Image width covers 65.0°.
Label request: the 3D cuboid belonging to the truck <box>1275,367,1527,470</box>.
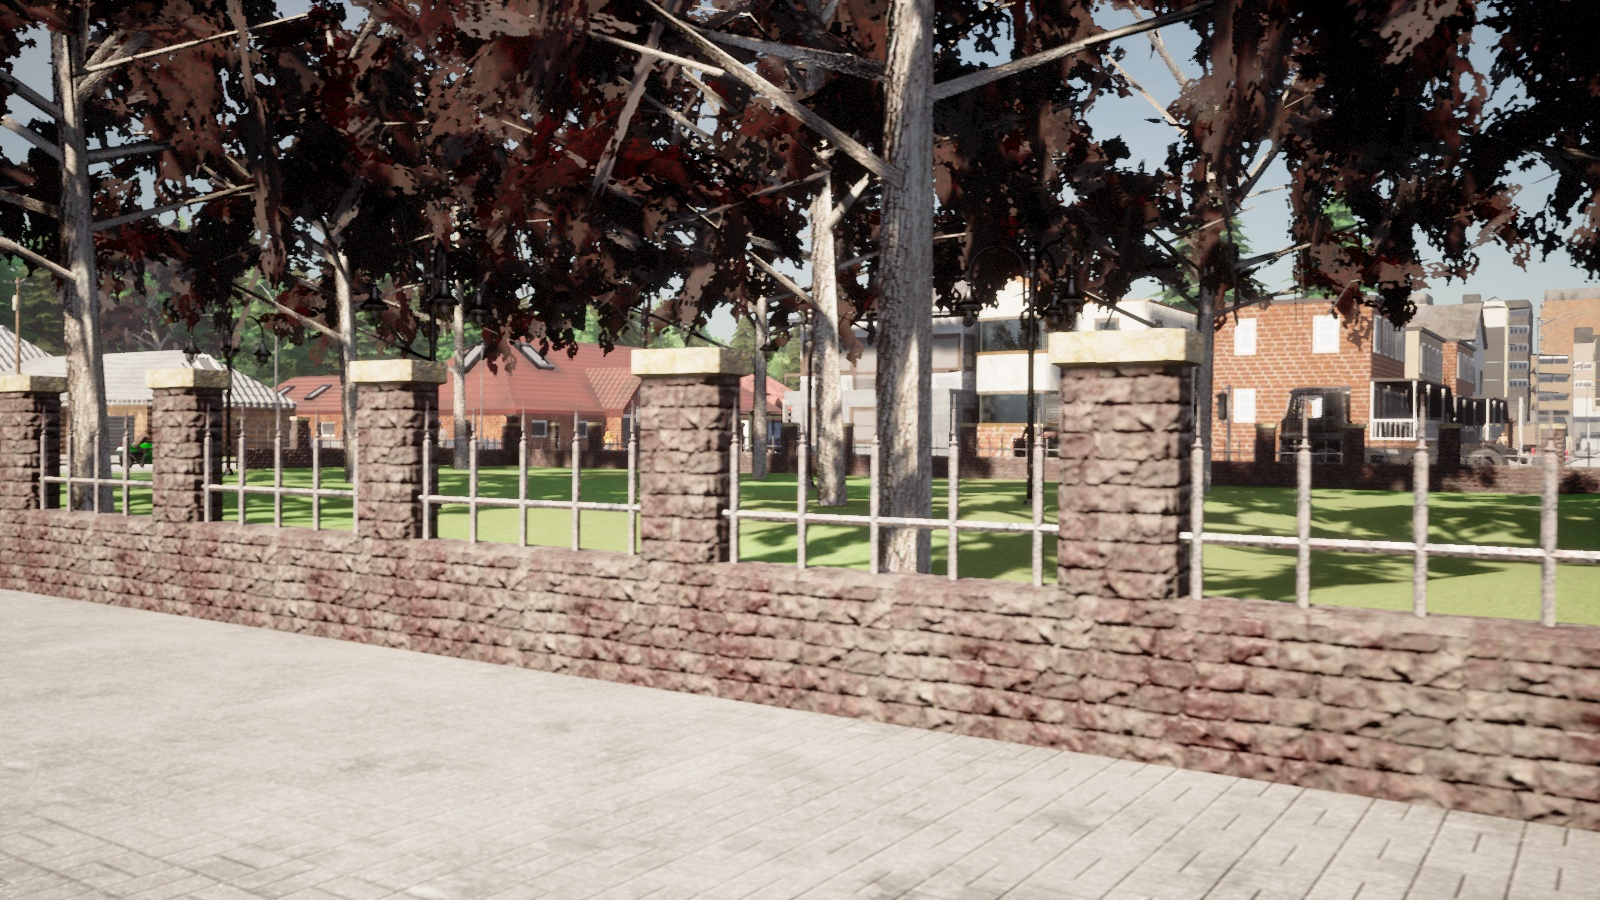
[{"bbox_3d":[21.510,-1.048,45.252,7.936,3.462,2.891,0,1,26],"label":"truck"}]

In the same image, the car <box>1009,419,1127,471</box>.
[{"bbox_3d":[10.038,-0.167,47.085,3.866,1.878,1.905,-1,1,32],"label":"car"}]

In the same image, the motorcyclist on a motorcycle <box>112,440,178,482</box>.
[{"bbox_3d":[-24.642,0.394,47.261,0.797,1.523,2.044,0,1,32],"label":"motorcyclist on a motorcycle"}]
